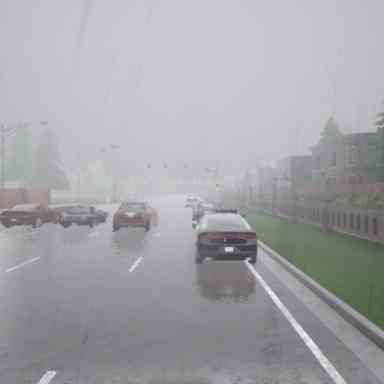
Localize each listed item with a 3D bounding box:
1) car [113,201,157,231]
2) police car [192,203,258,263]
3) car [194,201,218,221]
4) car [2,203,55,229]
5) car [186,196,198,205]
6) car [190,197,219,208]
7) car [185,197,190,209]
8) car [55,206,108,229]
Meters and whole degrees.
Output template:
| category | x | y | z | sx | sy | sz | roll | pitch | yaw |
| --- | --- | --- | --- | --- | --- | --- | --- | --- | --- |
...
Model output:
| category | x | y | z | sx | sy | sz | roll | pitch | yaw |
| --- | --- | --- | --- | --- | --- | --- | --- | --- | --- |
| car | -3.392 | 1.348 | 20.543 | 2.097 | 1.767 | 4.553 | 0 | 0 | 0 |
| police car | 1.055 | 1.423 | 12.024 | 1.930 | 1.638 | 5.238 | 0 | 0 | 0 |
| car | 1.061 | 1.520 | 27.914 | 1.812 | 1.442 | 4.674 | 0 | 0 | 0 |
| car | -10.391 | 1.473 | 21.895 | 1.882 | 1.535 | 5.008 | 0 | 0 | 0 |
| car | 0.022 | 1.534 | 59.772 | 2.033 | 1.411 | 5.357 | 0 | 0 | 0 |
| car | 1.058 | 1.346 | 21.884 | 2.097 | 1.767 | 4.553 | 0 | 0 | 0 |
| car | 0.026 | 1.591 | 45.998 | 1.895 | 1.301 | 4.718 | 0 | 0 | 0 |
| car | -6.892 | 1.596 | 21.698 | 1.895 | 1.301 | 4.718 | 0 | 0 | 0 |
